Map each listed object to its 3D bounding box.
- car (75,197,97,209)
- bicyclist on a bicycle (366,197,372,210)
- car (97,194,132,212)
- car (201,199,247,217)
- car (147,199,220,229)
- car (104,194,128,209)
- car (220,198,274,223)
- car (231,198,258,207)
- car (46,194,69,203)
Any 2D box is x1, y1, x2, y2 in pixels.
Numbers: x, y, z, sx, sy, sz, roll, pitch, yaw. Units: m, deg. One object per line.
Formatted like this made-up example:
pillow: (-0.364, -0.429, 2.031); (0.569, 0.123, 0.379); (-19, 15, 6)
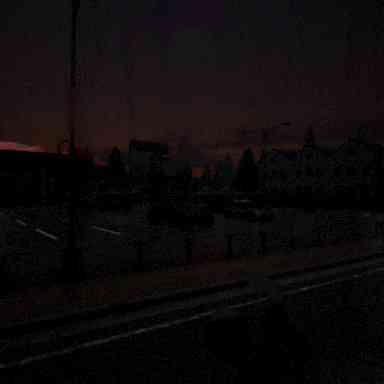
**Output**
car: (-13.363, 1.509, 43.503); (1.970, 1.475, 3.806); (1, 0, -36)
bicyclist on a bicycle: (23.191, 1.535, 43.533); (1.656, 1.620, 0.582); (0, 0, -35)
car: (-8.407, 1.246, 36.623); (1.932, 1.855, 4.605); (1, 0, -36)
car: (3.056, 1.511, 32.502); (2.007, 1.523, 4.514); (1, 0, -36)
car: (-0.868, 1.273, 20.647); (2.152, 1.636, 5.027); (1, 0, -36)
car: (-10.299, 1.256, 44.937); (1.905, 1.878, 3.866); (1, 0, -36)
car: (4.168, 1.411, 24.637); (1.970, 1.475, 3.806); (1, 0, -36)
car: (8.916, 1.724, 56.948); (1.812, 1.442, 4.674); (1, 0, -35)
car: (-29.600, 1.664, 72.934); (4.611, 1.667, 2.242); (1, 0, -36)
